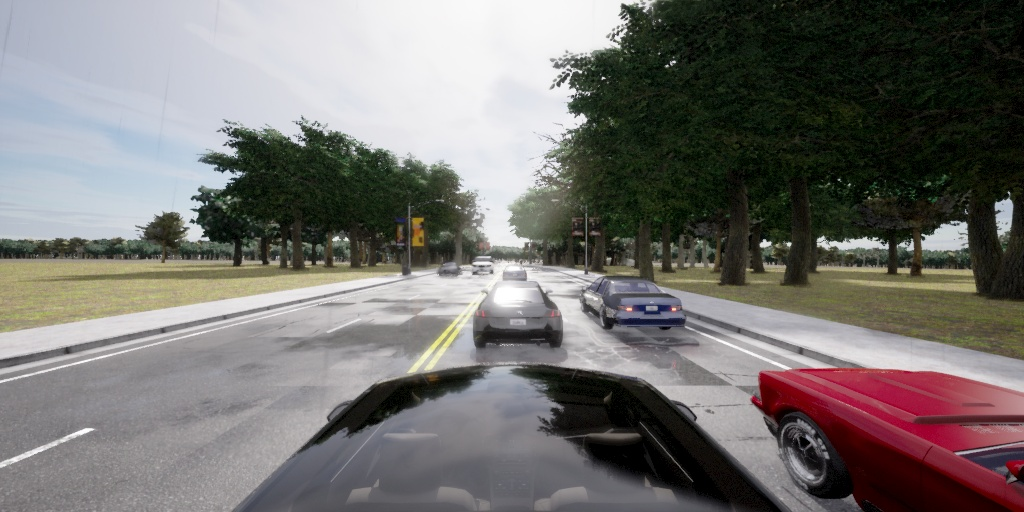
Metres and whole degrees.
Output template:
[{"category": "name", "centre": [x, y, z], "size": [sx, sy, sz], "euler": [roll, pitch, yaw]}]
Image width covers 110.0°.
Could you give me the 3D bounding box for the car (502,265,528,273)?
[{"category": "car", "centre": [0.210, 1.349, 27.094], "size": [2.033, 1.411, 5.357], "euler": [0, 0, 1]}]

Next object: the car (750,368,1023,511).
[{"category": "car", "centre": [3.349, 1.351, 1.506], "size": [1.895, 1.301, 4.718], "euler": [0, 0, 0]}]

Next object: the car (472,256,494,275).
[{"category": "car", "centre": [-3.177, 1.060, 40.149], "size": [2.150, 2.045, 5.566], "euler": [0, 0, 0]}]

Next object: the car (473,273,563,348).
[{"category": "car", "centre": [0.133, 1.319, 9.286], "size": [1.994, 1.385, 4.181], "euler": [0, 0, 0]}]

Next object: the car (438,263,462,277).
[{"category": "car", "centre": [-6.436, 1.395, 37.495], "size": [1.994, 1.385, 4.181], "euler": [0, 0, 0]}]

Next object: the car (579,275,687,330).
[{"category": "car", "centre": [3.386, 1.307, 11.123], "size": [2.033, 1.411, 5.357], "euler": [0, 0, 1]}]
